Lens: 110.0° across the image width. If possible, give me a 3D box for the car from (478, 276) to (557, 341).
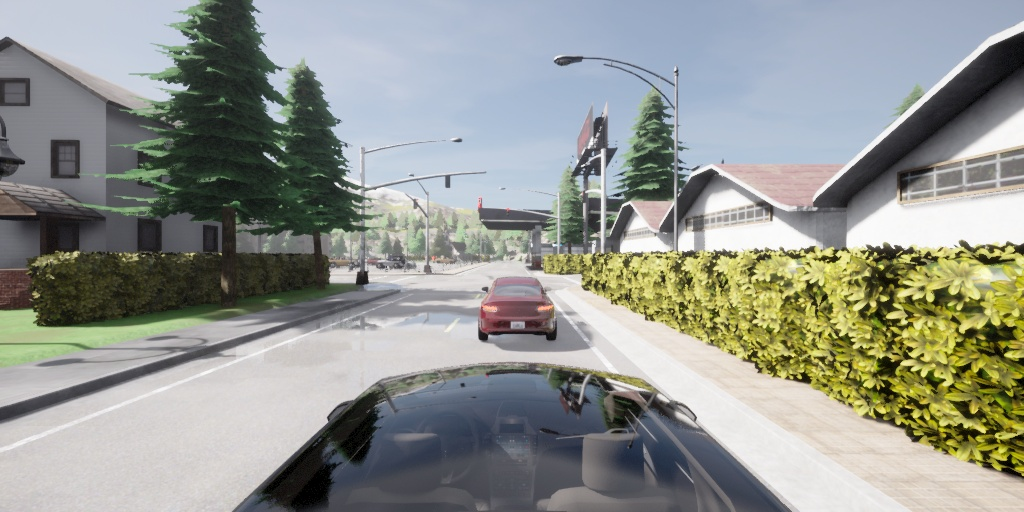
[{"bbox_3d":[0.128,1.276,9.778,1.812,1.442,4.674,0,0,0],"label":"car"}]
